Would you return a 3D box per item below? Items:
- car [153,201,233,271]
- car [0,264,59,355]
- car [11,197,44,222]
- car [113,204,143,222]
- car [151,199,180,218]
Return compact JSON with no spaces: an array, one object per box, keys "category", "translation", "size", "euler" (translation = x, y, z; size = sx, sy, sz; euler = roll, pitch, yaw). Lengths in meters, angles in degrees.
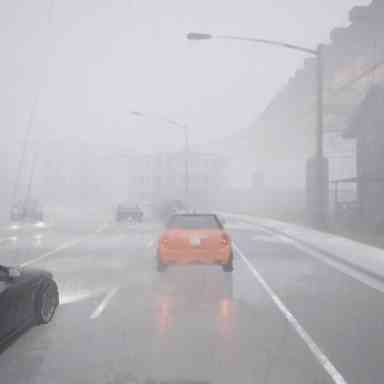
[{"category":"car","translation":[0.073,1.338,10.977],"size":[2.097,1.767,4.553],"euler":[0,0,0]},{"category":"car","translation":[-3.420,1.560,4.406],"size":[1.994,1.385,4.181],"euler":[0,0,0]},{"category":"car","translation":[-12.702,1.324,25.789],"size":[2.097,1.767,4.553],"euler":[0,0,-25]},{"category":"car","translation":[-5.100,1.571,26.054],"size":[1.895,1.301,4.718],"euler":[0,0,-17]},{"category":"car","translation":[-1.998,1.320,27.334],"size":[2.097,1.767,4.553],"euler":[0,0,-17]}]
